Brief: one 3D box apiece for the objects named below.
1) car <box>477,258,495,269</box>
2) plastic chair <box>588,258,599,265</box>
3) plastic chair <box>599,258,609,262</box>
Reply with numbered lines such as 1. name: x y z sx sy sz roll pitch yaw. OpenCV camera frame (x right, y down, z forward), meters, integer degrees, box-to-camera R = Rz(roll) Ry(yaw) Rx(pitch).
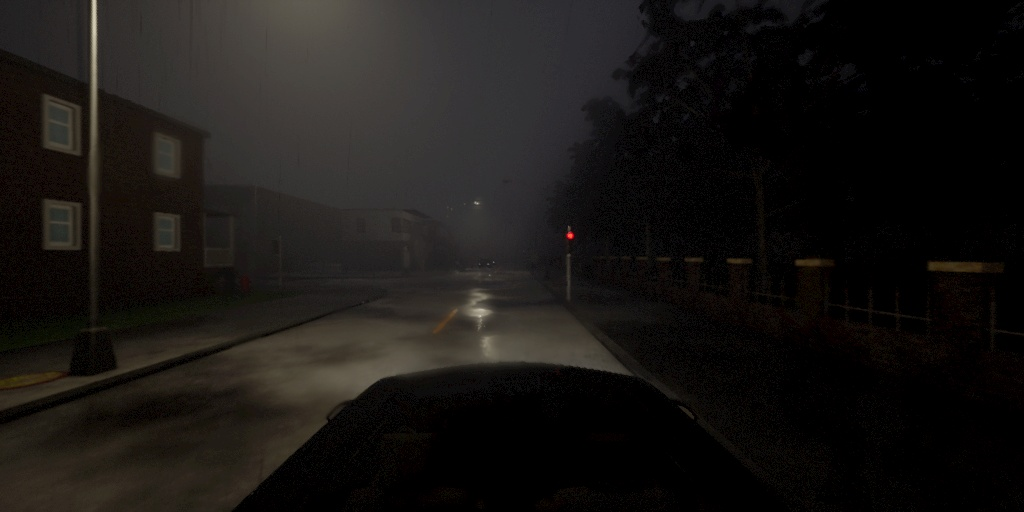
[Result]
1. car: -4.034 1.093 53.878 1.837 1.490 4.892 0 0 0
2. plastic chair: 14.340 1.116 63.025 0.730 1.272 0.750 0 0 -35
3. plastic chair: 16.046 1.107 62.928 0.750 1.272 0.730 0 0 -40
